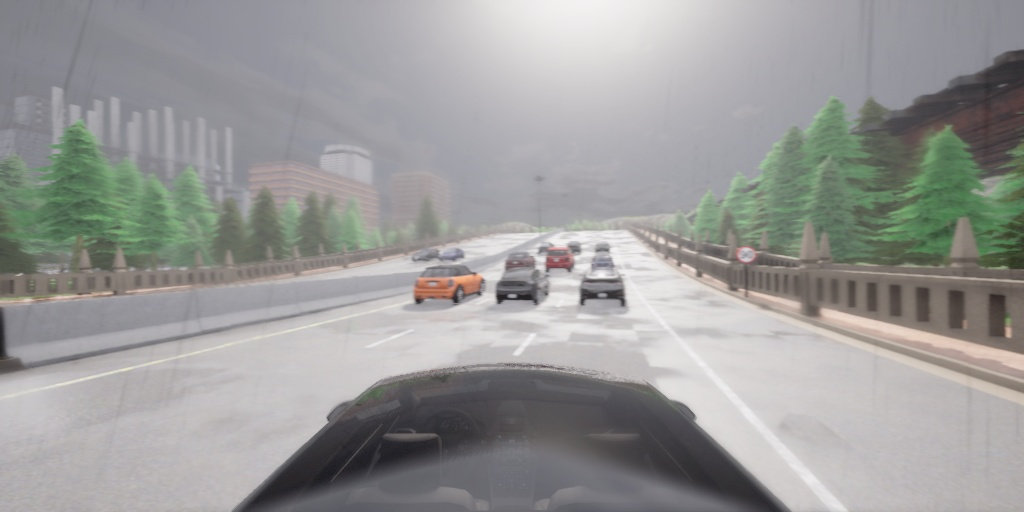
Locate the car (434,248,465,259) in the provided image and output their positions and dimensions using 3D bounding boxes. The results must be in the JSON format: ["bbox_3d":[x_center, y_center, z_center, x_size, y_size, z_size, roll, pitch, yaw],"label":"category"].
[{"bbox_3d":[-7.157,-0.196,43.142,1.812,1.442,4.674,-1,6,15],"label":"car"}]

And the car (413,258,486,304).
[{"bbox_3d":[-2.855,1.185,17.339,2.097,1.767,4.553,-1,1,14],"label":"car"}]

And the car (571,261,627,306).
[{"bbox_3d":[3.989,1.213,15.842,2.128,1.511,4.902,-1,1,14],"label":"car"}]

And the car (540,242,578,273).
[{"bbox_3d":[4.175,0.208,30.873,2.150,2.045,5.566,-1,5,14],"label":"car"}]

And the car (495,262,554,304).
[{"bbox_3d":[0.597,1.283,16.699,1.837,1.490,4.892,-1,2,14],"label":"car"}]

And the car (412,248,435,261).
[{"bbox_3d":[-10.521,-0.187,44.109,2.128,1.511,4.902,-1,7,15],"label":"car"}]

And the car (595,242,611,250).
[{"bbox_3d":[11.291,-1.132,44.655,1.895,1.301,4.718,-1,7,14],"label":"car"}]

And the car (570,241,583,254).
[{"bbox_3d":[7.889,-1.165,45.485,1.837,1.490,4.892,-1,7,14],"label":"car"}]

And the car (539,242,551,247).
[{"bbox_3d":[4.499,-1.091,46.352,1.812,1.442,4.674,-1,7,14],"label":"car"}]

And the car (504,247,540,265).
[{"bbox_3d":[0.806,0.390,31.813,2.097,1.767,4.553,-1,4,14],"label":"car"}]

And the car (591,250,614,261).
[{"bbox_3d":[7.603,0.527,30.126,1.895,1.301,4.718,-1,5,14],"label":"car"}]
